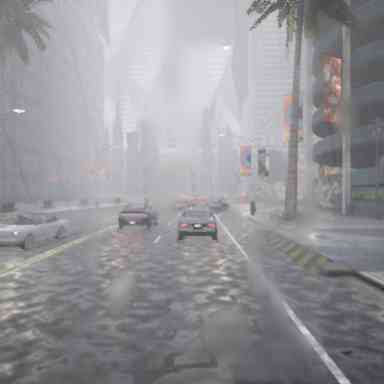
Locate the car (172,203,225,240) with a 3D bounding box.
[{"bbox_3d":[0.277,1.485,16.678,2.033,1.411,5.357,0,0,1],"label":"car"}]

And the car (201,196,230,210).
[{"bbox_3d":[2.820,1.426,36.920,1.994,1.385,4.181,0,0,20],"label":"car"}]

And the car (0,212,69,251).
[{"bbox_3d":[-6.941,1.547,13.949,1.895,1.301,4.718,0,0,1],"label":"car"}]

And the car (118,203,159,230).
[{"bbox_3d":[-3.173,1.415,20.328,2.128,1.511,4.902,0,0,1],"label":"car"}]

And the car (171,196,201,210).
[{"bbox_3d":[-0.818,1.425,37.017,1.994,1.385,4.181,0,0,18],"label":"car"}]

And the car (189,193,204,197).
[{"bbox_3d":[0.324,1.074,53.666,2.097,1.767,4.553,0,0,40],"label":"car"}]
